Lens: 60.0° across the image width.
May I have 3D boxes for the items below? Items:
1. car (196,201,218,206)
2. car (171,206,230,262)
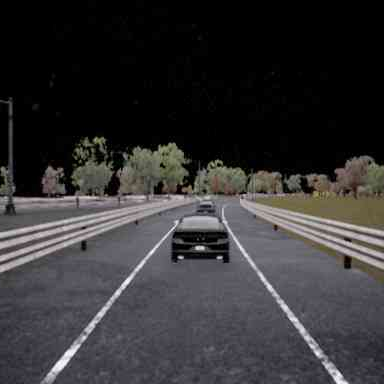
[{"bbox_3d":[1.425,1.603,32.475,1.837,1.490,4.892,0,0,4],"label":"car"},{"bbox_3d":[0.326,1.516,12.382,1.882,1.535,5.008,0,0,2],"label":"car"}]
